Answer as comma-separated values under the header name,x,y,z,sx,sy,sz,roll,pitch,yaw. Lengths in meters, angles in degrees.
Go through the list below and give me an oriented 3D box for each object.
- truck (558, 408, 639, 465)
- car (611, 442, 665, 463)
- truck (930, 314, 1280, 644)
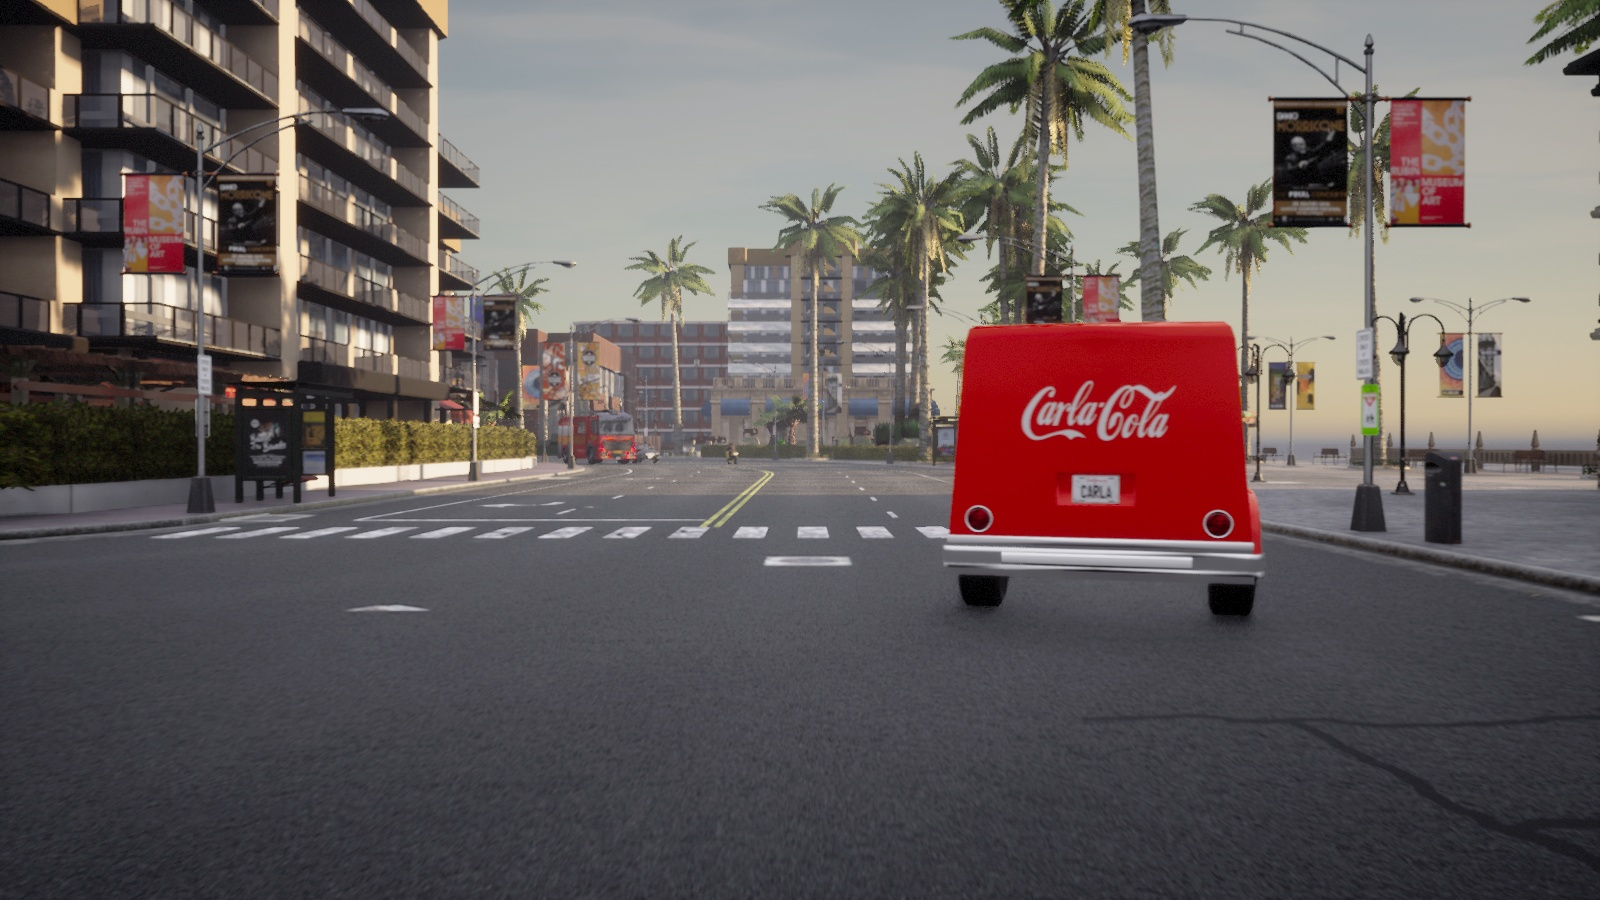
name,x,y,z,sx,sy,sz,roll,pitch,yaw
truck,-14.371,-0.950,89.021,2.891,3.827,8.468,0,0,-30
car,-11.865,0.157,91.709,2.128,1.511,4.902,0,0,-30
truck,3.040,0.190,12.252,2.627,2.467,5.204,0,0,16
